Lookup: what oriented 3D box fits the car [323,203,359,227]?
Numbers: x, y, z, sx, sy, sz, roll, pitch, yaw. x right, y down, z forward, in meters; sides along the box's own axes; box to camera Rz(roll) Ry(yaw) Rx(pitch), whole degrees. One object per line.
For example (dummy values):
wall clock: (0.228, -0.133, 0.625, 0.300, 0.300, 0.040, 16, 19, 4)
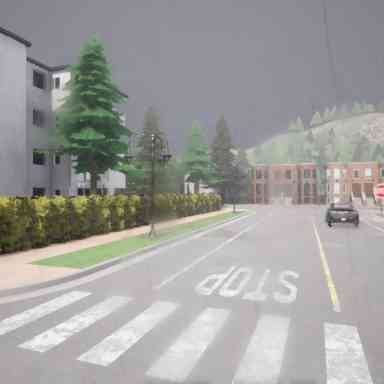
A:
car: (10.149, 1.485, 22.761, 2.128, 1.511, 4.902, 0, 0, 19)
